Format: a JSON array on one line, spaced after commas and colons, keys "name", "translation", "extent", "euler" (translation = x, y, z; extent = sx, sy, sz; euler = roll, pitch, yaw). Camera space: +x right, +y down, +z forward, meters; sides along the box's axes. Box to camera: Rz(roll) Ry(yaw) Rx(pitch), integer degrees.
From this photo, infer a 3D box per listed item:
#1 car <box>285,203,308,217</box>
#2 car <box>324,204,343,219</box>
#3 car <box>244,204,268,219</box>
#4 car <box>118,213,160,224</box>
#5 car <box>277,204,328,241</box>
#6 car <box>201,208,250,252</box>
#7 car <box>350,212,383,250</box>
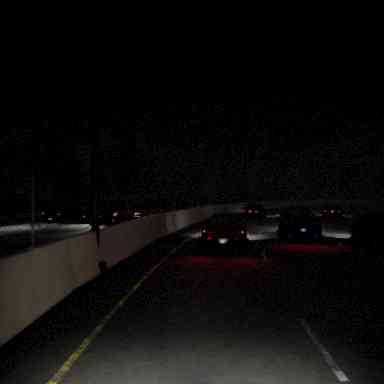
[{"name": "car", "translation": [11.318, 1.916, 35.798], "extent": [1.895, 1.301, 4.718], "euler": [0, 0, 23]}, {"name": "car", "translation": [13.728, 1.848, 32.582], "extent": [2.033, 1.411, 5.357], "euler": [0, 0, 22]}, {"name": "car", "translation": [6.050, 1.814, 32.093], "extent": [2.033, 1.411, 5.357], "euler": [0, 0, 20]}, {"name": "car", "translation": [-3.907, 1.516, 23.863], "extent": [2.097, 1.767, 4.553], "euler": [0, 0, 14]}, {"name": "car", "translation": [5.649, 1.635, 17.852], "extent": [1.882, 1.535, 5.008], "euler": [0, 0, 11]}, {"name": "car", "translation": [1.482, 1.642, 14.569], "extent": [1.812, 1.442, 4.674], "euler": [0, 0, 9]}, {"name": "car", "translation": [8.651, 1.653, 15.006], "extent": [1.837, 1.490, 4.892], "euler": [0, 0, 10]}]
